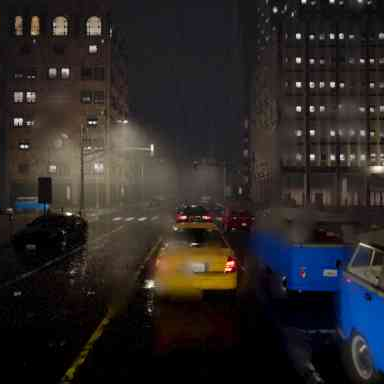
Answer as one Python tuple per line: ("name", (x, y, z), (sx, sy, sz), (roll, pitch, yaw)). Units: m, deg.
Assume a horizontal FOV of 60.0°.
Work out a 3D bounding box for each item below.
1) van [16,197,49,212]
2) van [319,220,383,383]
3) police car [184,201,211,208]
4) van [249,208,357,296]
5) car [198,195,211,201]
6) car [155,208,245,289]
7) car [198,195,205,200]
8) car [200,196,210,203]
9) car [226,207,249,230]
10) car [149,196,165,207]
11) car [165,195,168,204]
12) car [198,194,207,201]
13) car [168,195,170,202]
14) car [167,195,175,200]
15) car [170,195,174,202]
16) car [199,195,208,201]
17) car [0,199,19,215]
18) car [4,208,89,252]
("van", (-19.732, 1.521, 40.805), (3.998, 1.788, 1.690), (0, 0, 1))
("van", (2.704, 1.342, 2.759), (1.690, 1.788, 3.998), (1, 0, 0))
("police car", (0.106, 1.503, 19.415), (2.038, 1.542, 4.974), (0, 0, 0))
("van", (2.704, 1.342, 8.335), (1.690, 1.788, 3.998), (1, 0, 0))
("car", (2.706, 1.523, 63.235), (2.008, 1.369, 4.403), (1, 0, 0))
("car", (0.098, 1.457, 9.095), (1.801, 1.575, 5.366), (0, 0, 0))
("car", (2.709, 1.463, 91.663), (1.752, 1.417, 4.829), (1, 0, 0))
("car", (2.707, 1.510, 68.887), (1.887, 1.381, 4.507), (1, 0, 0))
("car", (2.702, 1.544, 19.489), (1.887, 1.381, 4.507), (1, 0, 0))
("car", (-5.676, 1.567, 51.934), (1.802, 1.307, 4.206), (1, 0, 0))
("car", (-5.673, 1.419, 57.586), (1.967, 1.590, 4.097), (1, 0, 0))
("car", (2.710, 1.386, 85.842), (1.967, 1.590, 4.097), (1, 0, 0))
("car", (-5.674, 1.554, 63.237), (1.802, 1.307, 4.206), (1, 0, 0))
("car", (-5.671, 1.464, 91.325), (1.752, 1.417, 4.829), (1, 0, 0))
("car", (-5.673, 1.510, 74.540), (2.008, 1.369, 4.403), (1, 0, 0))
("car", (2.708, 1.503, 80.189), (2.008, 1.369, 4.403), (1, 0, 0))
("car", (-19.840, 1.617, 32.423), (4.403, 1.369, 2.008), (0, 0, 1))
("car", (-5.679, 1.566, 13.919), (1.947, 1.339, 4.313), (1, 0, 0))
